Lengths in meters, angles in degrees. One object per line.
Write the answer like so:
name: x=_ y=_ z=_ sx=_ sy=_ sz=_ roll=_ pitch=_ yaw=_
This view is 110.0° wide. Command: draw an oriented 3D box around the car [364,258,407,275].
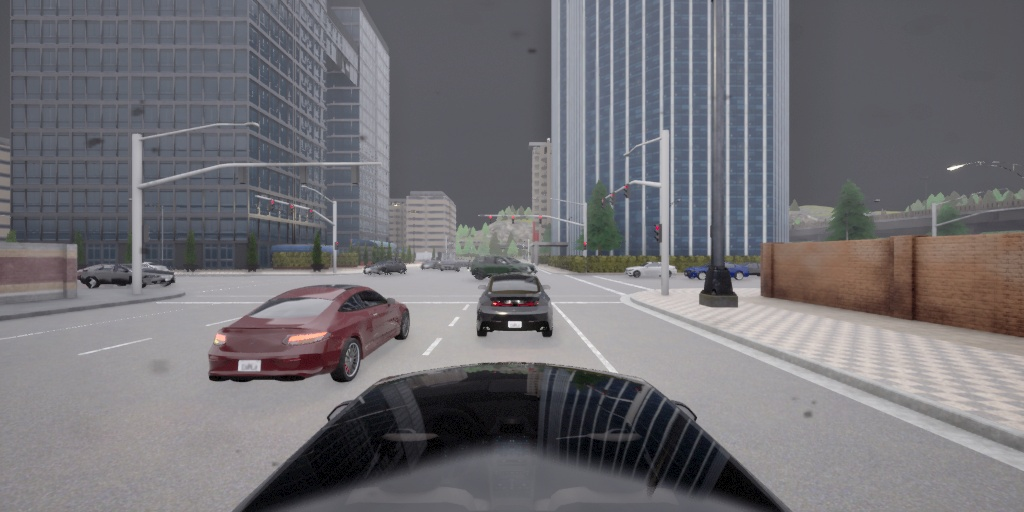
car: x=-12.939 y=1.242 z=36.939 sx=2.128 sy=1.511 sz=4.902 roll=0 pitch=0 yaw=25

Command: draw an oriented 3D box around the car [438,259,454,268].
car: x=-11.589 y=1.313 z=63.332 sx=1.994 sy=1.385 sz=4.181 roll=0 pitch=0 yaw=0

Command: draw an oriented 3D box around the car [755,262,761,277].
car: x=22.616 y=1.297 z=33.867 sx=5.357 sy=1.411 sz=2.033 roll=0 pitch=0 yaw=-1

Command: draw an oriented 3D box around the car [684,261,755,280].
car: x=17.212 y=1.228 z=30.319 sx=5.008 sy=1.535 sz=1.882 roll=0 pitch=0 yaw=0

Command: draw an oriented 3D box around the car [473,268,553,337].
car: x=0.065 y=1.255 z=10.275 sx=1.837 sy=1.490 sz=4.892 roll=0 pitch=0 yaw=0

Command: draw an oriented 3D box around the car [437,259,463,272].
car: x=-7.836 y=1.314 z=45.363 sx=1.994 sy=1.385 sz=4.181 roll=0 pitch=0 yaw=-1

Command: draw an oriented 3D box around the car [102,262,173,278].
car: x=-34.751 y=1.275 z=33.330 sx=4.674 sy=1.442 sz=1.812 roll=0 pitch=0 yaw=0

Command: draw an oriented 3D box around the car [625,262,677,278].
car: x=13.030 y=1.276 z=33.763 sx=4.674 sy=1.442 sz=1.812 roll=0 pitch=0 yaw=1

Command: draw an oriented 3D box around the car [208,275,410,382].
car: x=-3.437 y=1.276 z=7.010 sx=1.812 sy=1.442 sz=4.674 roll=0 pitch=0 yaw=0

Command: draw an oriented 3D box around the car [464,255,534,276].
car: x=-0.755 y=0.972 z=28.766 sx=5.566 sy=2.045 sz=2.150 roll=0 pitch=1 yaw=31

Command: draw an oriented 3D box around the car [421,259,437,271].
car: x=-11.412 y=1.242 z=50.064 sx=2.128 sy=1.511 sz=4.902 roll=0 pitch=0 yaw=-1

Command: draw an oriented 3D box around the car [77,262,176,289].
car: x=-24.228 y=1.241 z=22.716 sx=4.902 sy=1.511 sz=2.128 roll=0 pitch=0 yaw=0
